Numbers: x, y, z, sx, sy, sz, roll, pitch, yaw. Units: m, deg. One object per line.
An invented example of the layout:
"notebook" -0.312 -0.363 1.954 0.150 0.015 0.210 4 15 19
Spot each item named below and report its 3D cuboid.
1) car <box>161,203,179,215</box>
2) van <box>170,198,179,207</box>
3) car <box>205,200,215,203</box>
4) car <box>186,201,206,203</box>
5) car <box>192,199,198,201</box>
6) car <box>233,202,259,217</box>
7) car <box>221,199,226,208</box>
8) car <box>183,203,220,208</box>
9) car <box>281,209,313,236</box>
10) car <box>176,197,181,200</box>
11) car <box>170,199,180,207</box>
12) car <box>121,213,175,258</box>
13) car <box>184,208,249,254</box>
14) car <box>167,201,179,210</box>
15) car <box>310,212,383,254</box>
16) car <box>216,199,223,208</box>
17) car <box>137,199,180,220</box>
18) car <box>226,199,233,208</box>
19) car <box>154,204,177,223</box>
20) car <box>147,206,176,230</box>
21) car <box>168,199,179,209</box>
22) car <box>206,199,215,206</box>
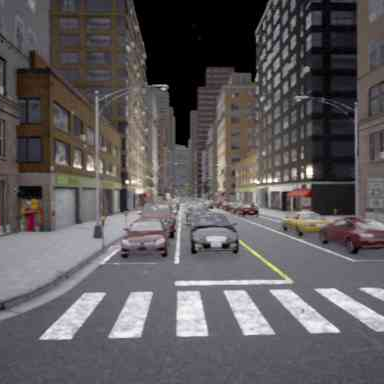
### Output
"car" -2.685 2.071 41.284 2.008 1.369 4.403 -1 -1 -2
"van" -3.598 2.240 69.096 1.690 1.788 3.998 -1 -1 -2
"car" 2.560 2.274 57.667 1.994 1.385 4.181 0 -1 -2
"car" 0.199 1.924 33.341 1.812 1.442 4.674 0 -1 -1
"car" -0.089 2.030 43.769 2.128 1.511 4.902 0 -1 -2
"car" 6.017 1.944 36.024 1.887 1.381 4.507 -1 -1 -2
"car" 5.653 2.095 47.144 1.887 1.381 4.507 -1 -1 -2
"car" 0.479 1.762 23.653 2.128 1.511 4.902 0 -1 -2
"car" 6.556 1.708 19.514 1.752 1.417 4.829 -1 -1 -2
"car" -3.054 1.988 52.411 2.192 1.841 5.009 -1 -1 -2
"car" -3.778 2.413 74.656 1.967 1.590 4.097 -1 -1 -2
"car" -1.775 1.737 13.477 1.802 1.307 4.206 -1 -1 -2
"car" 0.779 1.642 14.259 2.128 1.511 4.902 0 -1 -2
"car" -3.231 2.294 57.969 1.887 1.381 4.507 -1 -1 -2
"car" 6.744 1.691 13.784 1.802 1.307 4.206 -1 -1 -2
"car" 5.471 2.178 52.704 2.008 1.369 4.403 -1 -1 -2
"car" -1.962 1.541 19.042 2.192 1.841 5.009 -1 -1 -2
"car" 5.833 1.914 41.585 1.967 1.590 4.097 -1 -1 -2
"car" -2.316 1.895 29.992 1.752 1.417 4.829 -1 -1 -2
"car" -2.140 1.843 24.600 1.887 1.381 4.507 -1 -1 -2
"car" -3.415 2.265 63.533 1.967 1.590 4.097 -1 -1 -2
"car" 4.557 2.526 80.676 1.752 1.417 4.829 -1 -1 -2
